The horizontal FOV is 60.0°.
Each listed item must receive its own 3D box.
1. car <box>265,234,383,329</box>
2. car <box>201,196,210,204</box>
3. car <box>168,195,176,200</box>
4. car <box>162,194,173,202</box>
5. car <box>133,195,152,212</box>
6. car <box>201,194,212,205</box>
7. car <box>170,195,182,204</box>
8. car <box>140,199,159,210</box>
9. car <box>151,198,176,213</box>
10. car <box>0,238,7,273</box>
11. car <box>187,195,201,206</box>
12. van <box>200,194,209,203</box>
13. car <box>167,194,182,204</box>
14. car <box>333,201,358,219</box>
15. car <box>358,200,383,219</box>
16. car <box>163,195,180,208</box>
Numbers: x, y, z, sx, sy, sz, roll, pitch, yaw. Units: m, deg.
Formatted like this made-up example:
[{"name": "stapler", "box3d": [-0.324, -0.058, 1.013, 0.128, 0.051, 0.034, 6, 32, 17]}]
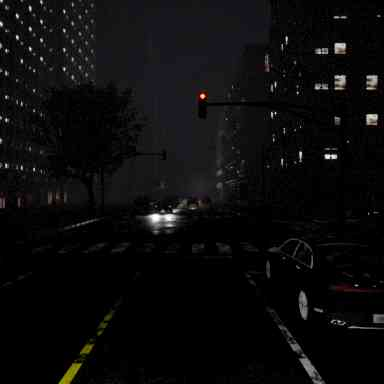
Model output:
[{"name": "car", "box3d": [2.690, 1.551, 6.871, 2.008, 1.369, 4.403, 0, 0, 0]}, {"name": "car", "box3d": [2.700, 1.578, 67.043, 1.752, 1.417, 4.829, 0, 0, 0]}, {"name": "car", "box3d": [-5.677, 1.654, 94.489, 2.008, 1.369, 4.403, 0, 0, 0]}, {"name": "car", "box3d": [-5.680, 1.386, 77.920, 2.192, 1.841, 5.009, 0, 0, 0]}, {"name": "car", "box3d": [-5.686, 1.336, 39.261, 2.192, 1.841, 5.009, 0, 0, 0]}, {"name": "car", "box3d": [2.699, 1.611, 61.350, 1.947, 1.339, 4.313, 0, 0, 0]}, {"name": "car", "box3d": [-3.032, 1.402, 65.121, 2.097, 1.767, 4.553, 0, 0, 0]}, {"name": "car", "box3d": [-5.685, 1.592, 44.784, 1.947, 1.339, 4.313, 0, 0, 0]}, {"name": "car", "box3d": [-3.083, 1.620, 37.110, 1.895, 1.301, 4.718, 0, 0, -1]}, {"name": "car", "box3d": [-5.690, 1.545, 6.872, 1.887, 1.381, 4.507, 0, 0, 0]}, {"name": "car", "box3d": [0.111, 1.639, 56.216, 1.895, 1.301, 4.718, 0, 0, 0]}, {"name": "van", "box3d": [2.700, 1.402, 72.397, 1.690, 1.788, 3.998, 0, 0, 0]}, {"name": "car", "box3d": [-3.076, 1.563, 55.403, 1.812, 1.442, 4.674, 0, 0, 0]}, {"name": "car", "box3d": [13.430, 1.350, 26.275, 4.403, 1.369, 2.008, -1, 1, -1]}, {"name": "car", "box3d": [14.956, 1.283, 23.740, 4.892, 1.490, 1.837, -1, 0, -3]}, {"name": "car", "box3d": [-3.091, 1.554, 46.223, 1.812, 1.442, 4.674, 0, 0, 0]}]
